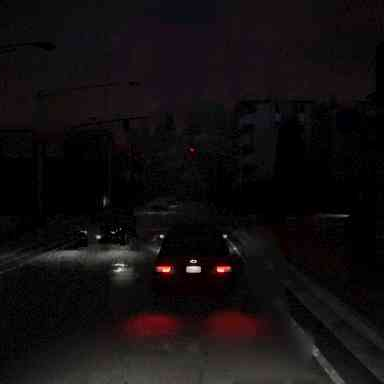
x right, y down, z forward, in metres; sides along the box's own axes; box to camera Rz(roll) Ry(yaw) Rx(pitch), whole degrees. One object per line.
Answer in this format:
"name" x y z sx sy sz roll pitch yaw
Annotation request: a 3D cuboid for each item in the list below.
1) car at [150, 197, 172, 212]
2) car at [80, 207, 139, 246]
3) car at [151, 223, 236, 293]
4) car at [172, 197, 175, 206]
"car" -3.782 1.478 39.287 1.882 1.535 5.008 0 0 1
"car" -3.637 1.511 15.324 1.837 1.490 4.892 0 0 0
"car" 0.036 1.547 8.960 2.033 1.411 5.357 0 0 0
"car" -3.729 1.525 54.720 1.812 1.442 4.674 0 0 0
